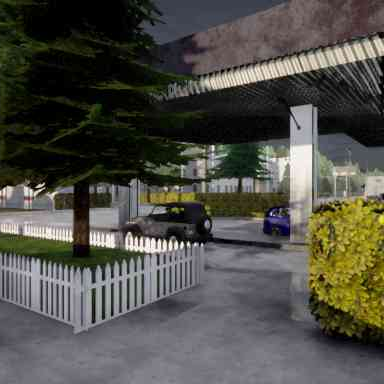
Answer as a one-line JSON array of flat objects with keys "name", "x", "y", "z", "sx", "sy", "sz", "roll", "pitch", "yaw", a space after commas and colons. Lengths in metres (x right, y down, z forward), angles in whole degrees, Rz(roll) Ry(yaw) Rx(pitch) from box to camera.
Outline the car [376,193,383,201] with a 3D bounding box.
[{"name": "car", "x": 25.742, "y": 1.077, "z": 43.543, "sx": 1.905, "sy": 1.878, "sz": 3.866, "roll": 0, "pitch": 0, "yaw": 35}]

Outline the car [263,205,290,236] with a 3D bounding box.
[{"name": "car", "x": 5.787, "y": 1.480, "z": 16.009, "sx": 4.611, "sy": 1.667, "sz": 2.242, "roll": 0, "pitch": 0, "yaw": 35}]

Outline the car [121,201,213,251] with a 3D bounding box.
[{"name": "car", "x": -1.014, "y": 1.313, "z": 13.860, "sx": 3.866, "sy": 1.878, "sz": 1.905, "roll": 0, "pitch": 0, "yaw": 35}]

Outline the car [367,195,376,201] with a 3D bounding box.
[{"name": "car", "x": 33.007, "y": 1.298, "z": 60.284, "sx": 2.007, "sy": 1.523, "sz": 4.514, "roll": 0, "pitch": 0, "yaw": 35}]
